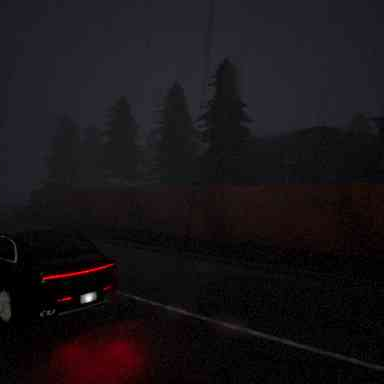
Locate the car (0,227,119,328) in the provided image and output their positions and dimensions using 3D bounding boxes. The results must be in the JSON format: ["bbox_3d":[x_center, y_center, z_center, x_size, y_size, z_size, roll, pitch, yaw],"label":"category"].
[{"bbox_3d":[-3.582,1.511,7.104,4.892,1.490,1.837,0,0,40],"label":"car"}]
